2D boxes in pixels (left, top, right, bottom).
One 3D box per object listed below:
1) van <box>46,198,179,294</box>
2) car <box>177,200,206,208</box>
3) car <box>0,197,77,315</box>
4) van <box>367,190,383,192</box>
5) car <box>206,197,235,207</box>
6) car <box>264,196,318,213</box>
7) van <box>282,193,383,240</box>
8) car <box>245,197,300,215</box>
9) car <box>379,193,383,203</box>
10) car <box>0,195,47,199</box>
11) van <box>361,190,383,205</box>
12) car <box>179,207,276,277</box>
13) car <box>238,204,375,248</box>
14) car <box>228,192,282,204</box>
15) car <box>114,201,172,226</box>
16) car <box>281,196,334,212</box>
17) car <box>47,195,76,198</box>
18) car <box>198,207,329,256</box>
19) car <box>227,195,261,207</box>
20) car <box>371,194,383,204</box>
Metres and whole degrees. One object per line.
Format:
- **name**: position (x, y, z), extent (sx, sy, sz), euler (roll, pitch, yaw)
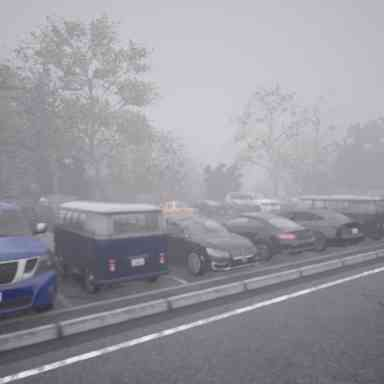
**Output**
- **van**: position (-2.425, 1.259, 8.971), extent (1.878, 1.987, 4.442), euler (-1, 0, -36)
- **car**: position (-1.505, 1.391, 25.783), extent (1.946, 1.575, 5.366), euler (-1, 0, -35)
- **car**: position (-4.620, 1.248, 7.225), extent (2.435, 2.045, 5.566), euler (0, 0, -36)
- **van**: position (13.551, 1.055, 20.379), extent (1.878, 1.987, 4.442), euler (-1, 1, -36)
- **car**: position (0.865, 1.363, 27.242), extent (2.097, 1.535, 5.008), euler (-1, 0, -36)
- **car**: position (9.895, 1.220, 33.703), extent (2.097, 1.535, 5.008), euler (-1, 1, -36)
- **van**: position (6.706, 1.159, 15.491), extent (1.878, 1.987, 4.442), euler (-1, 0, -36)
- **car**: position (7.636, 1.256, 32.090), extent (2.097, 1.535, 5.008), euler (-1, 1, -36)
- **car**: position (30.229, 0.893, 48.210), extent (2.097, 1.535, 5.008), euler (-1, 1, -36)
- **car**: position (-10.455, 1.238, 19.201), extent (2.435, 2.045, 5.566), euler (0, 0, -36)
- **van**: position (25.637, 0.740, 45.081), extent (1.878, 1.987, 4.442), euler (-1, 1, -36)
- **car**: position (-0.075, 1.465, 10.513), extent (2.231, 1.521, 4.892), euler (-1, 0, -36)
- **car**: position (4.478, 1.446, 13.793), extent (2.163, 1.488, 4.792), euler (-1, 0, -36)
- **car**: position (5.394, 1.041, 30.447), extent (2.435, 2.045, 5.566), euler (-1, 1, -36)
- **car**: position (-3.636, 1.455, 23.998), extent (2.163, 1.488, 4.792), euler (-1, 0, -36)
- **car**: position (12.153, 1.184, 35.317), extent (2.231, 1.521, 4.892), euler (-1, 1, -36)
- **car**: position (-8.162, 1.218, 20.768), extent (2.435, 2.045, 5.566), euler (-1, 0, -36)
- **car**: position (2.212, 1.482, 12.135), extent (2.002, 1.452, 4.674), euler (-1, 0, -36)
- **car**: position (3.126, 1.330, 28.856), extent (2.231, 1.521, 4.892), euler (-1, 1, -36)
- **car**: position (27.968, 0.969, 46.598), extent (2.002, 1.452, 4.674), euler (-1, 1, -35)
